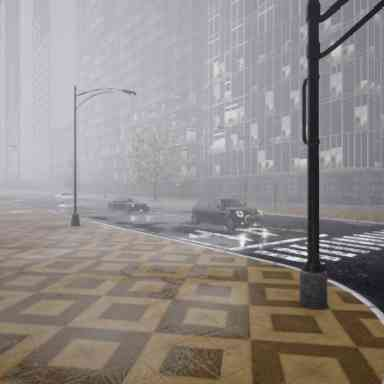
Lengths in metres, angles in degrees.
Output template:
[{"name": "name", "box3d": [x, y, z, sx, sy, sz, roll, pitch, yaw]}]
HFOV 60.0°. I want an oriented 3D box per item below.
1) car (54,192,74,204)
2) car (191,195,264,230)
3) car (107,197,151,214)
[{"name": "car", "box3d": [-16.071, 0.742, 42.204, 1.812, 1.442, 4.674, 0, 1, -38]}, {"name": "car", "box3d": [1.945, 1.104, 19.239, 2.097, 1.767, 4.553, 0, 1, -38]}, {"name": "car", "box3d": [-5.470, 1.133, 28.639, 1.895, 1.301, 4.718, 0, 1, -38]}]
